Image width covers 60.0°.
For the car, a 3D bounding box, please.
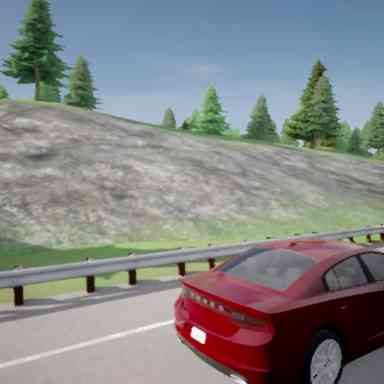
[{"bbox_3d":[2.127,1.472,5.193,5.008,1.535,1.882,0,0,-34],"label":"car"}]
